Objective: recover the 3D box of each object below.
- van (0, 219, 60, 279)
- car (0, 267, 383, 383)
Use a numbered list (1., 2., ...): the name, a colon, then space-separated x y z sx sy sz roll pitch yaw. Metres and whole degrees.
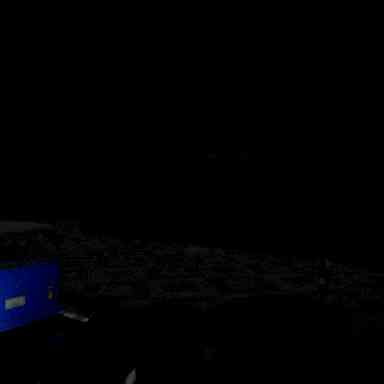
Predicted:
1. van: -4.026 1.341 5.837 3.998 1.788 1.690 0 0 36
2. car: 0.548 1.544 2.574 4.507 1.381 1.887 0 0 36
